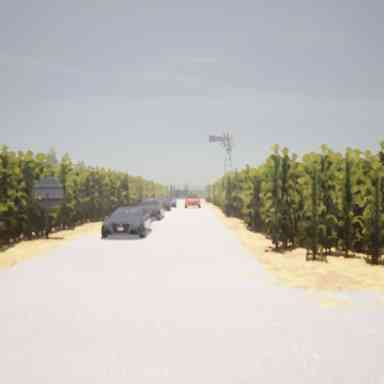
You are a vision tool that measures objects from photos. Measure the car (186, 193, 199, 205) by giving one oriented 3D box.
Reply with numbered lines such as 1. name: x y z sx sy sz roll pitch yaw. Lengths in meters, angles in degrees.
1. car: 0.113 1.186 60.396 2.150 2.045 5.566 0 0 0

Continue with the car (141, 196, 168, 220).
1. car: -3.187 1.301 25.710 1.837 1.490 4.892 0 1 0

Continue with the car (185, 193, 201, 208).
1. car: 0.104 1.248 45.791 2.097 1.767 4.553 0 0 1

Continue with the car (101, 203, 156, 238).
1. car: -3.192 1.451 16.844 1.994 1.385 4.181 0 0 0

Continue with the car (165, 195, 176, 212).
1. car: -3.180 1.243 35.176 2.128 1.511 4.902 0 0 0
